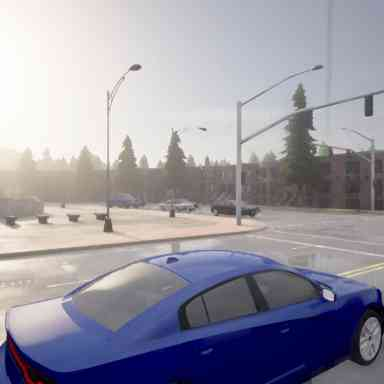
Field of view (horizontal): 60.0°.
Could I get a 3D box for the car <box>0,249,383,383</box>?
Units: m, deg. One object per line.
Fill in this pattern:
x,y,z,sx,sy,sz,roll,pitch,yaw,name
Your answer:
0.462,1.478,4.126,5.008,1.535,1.882,0,0,-35,car

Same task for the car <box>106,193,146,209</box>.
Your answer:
-9.472,1.221,45.603,5.566,2.045,2.150,0,0,36,car

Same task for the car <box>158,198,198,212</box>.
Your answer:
-1.827,1.601,38.048,1.895,1.301,4.718,0,0,-39,car

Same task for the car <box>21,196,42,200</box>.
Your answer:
-29.909,1.505,60.665,4.892,1.490,1.837,0,0,5,car

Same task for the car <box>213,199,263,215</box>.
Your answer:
4.734,1.547,35.216,2.033,1.411,5.357,0,0,-36,car

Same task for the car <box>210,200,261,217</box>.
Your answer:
3.772,1.478,30.569,1.882,1.535,5.008,0,0,-36,car

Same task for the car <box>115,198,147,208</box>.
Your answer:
-9.102,1.601,49.599,4.718,1.301,1.895,0,0,34,car
